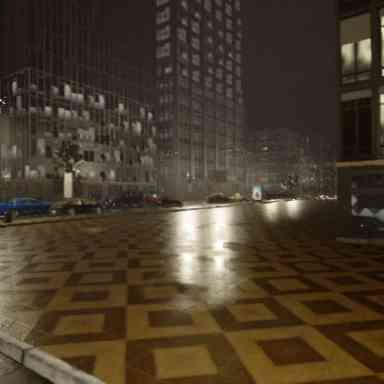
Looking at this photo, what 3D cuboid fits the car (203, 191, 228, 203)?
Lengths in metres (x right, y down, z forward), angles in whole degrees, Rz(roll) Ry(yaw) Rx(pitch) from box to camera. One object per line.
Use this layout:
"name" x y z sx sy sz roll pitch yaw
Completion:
"car" 3.896 0.791 55.086 2.097 1.767 4.553 -1 0 35

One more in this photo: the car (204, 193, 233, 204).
"car" 4.116 0.924 50.037 2.128 1.511 4.902 -1 0 35

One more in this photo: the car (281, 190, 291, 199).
"car" 16.340 0.545 63.024 2.192 1.841 5.009 0 0 35

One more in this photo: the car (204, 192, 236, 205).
"car" 3.666 0.986 44.756 1.887 1.381 4.507 0 0 35

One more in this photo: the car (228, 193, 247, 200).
"car" 9.363 0.864 67.665 1.752 1.417 4.829 0 0 35

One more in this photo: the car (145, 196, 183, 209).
"car" -2.672 1.130 35.621 1.802 1.307 4.206 0 0 35

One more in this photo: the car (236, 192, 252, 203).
"car" 6.933 0.912 49.463 1.752 1.417 4.829 0 0 35

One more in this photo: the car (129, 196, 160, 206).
"car" -6.387 1.184 44.967 1.802 1.307 4.206 0 0 35

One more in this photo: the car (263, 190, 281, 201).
"car" 13.172 0.597 58.457 2.192 1.841 5.009 0 0 35

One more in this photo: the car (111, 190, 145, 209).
"car" -7.739 0.848 38.487 2.150 2.045 5.566 -1 0 35

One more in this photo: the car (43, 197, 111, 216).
"car" -9.010 1.205 26.486 2.008 1.369 4.403 0 0 35

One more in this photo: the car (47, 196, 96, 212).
"car" -12.822 1.236 35.691 1.752 1.417 4.829 0 0 35

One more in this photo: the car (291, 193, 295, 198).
"car" 19.512 0.721 67.593 1.887 1.381 4.507 0 0 35

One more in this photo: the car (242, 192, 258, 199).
"car" 12.628 0.725 72.371 1.967 1.590 4.097 0 0 35

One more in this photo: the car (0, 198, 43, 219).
"car" -12.855 1.193 25.893 1.882 1.535 5.008 -1 0 37
